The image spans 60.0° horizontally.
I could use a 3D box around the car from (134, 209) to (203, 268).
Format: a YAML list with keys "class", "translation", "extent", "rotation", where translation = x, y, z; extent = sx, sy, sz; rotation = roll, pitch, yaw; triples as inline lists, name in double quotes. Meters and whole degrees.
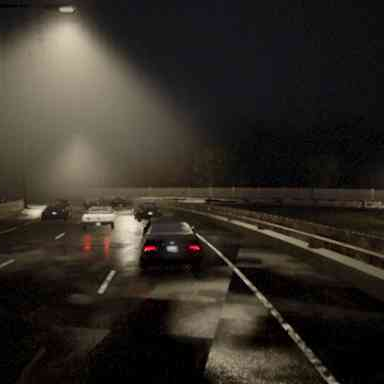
- class: "car"
  translation: [-0.811, 1.550, 11.344]
  extent: [2.033, 1.411, 5.357]
  rotation: [0, 0, -6]

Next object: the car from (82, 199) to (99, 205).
- class: "car"
  translation: [-14.034, 1.630, 45.919]
  extent: [1.895, 1.301, 4.718]
  rotation: [0, 0, -25]

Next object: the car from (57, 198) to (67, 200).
- class: "car"
  translation: [-17.823, 1.563, 45.624]
  extent: [1.812, 1.442, 4.674]
  rotation: [0, -1, -26]

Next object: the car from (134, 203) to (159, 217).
- class: "car"
  translation: [-3.639, 1.574, 27.077]
  extent: [1.994, 1.385, 4.181]
  rotation: [0, 0, -14]

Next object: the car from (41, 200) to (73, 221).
- class: "car"
  translation: [-10.995, 1.586, 27.269]
  extent: [1.994, 1.385, 4.181]
  rotation: [0, 0, -15]

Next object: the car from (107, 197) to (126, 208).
- class: "car"
  translation: [-10.709, 1.526, 46.944]
  extent: [1.837, 1.490, 4.892]
  rotation: [0, -1, -25]

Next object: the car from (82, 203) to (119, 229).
- class: "car"
  translation: [-5.974, 1.614, 21.821]
  extent: [1.895, 1.301, 4.718]
  rotation: [0, 0, -12]
